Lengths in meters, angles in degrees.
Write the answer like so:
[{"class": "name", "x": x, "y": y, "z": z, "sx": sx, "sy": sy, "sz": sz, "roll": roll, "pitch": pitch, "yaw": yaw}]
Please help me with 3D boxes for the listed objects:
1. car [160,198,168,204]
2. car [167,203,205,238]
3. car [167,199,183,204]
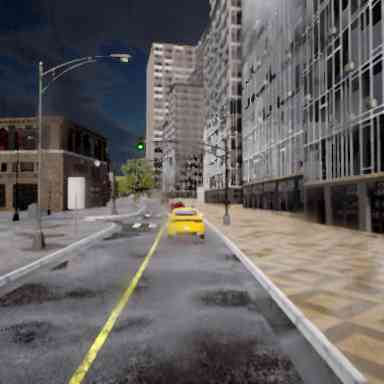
[{"class": "car", "x": -6.223, "y": 2.105, "z": 76.777, "sx": 1.812, "sy": 1.442, "sz": 4.674, "roll": 0, "pitch": 0, "yaw": -9}, {"class": "car", "x": -0.363, "y": 1.627, "z": 18.705, "sx": 1.882, "sy": 1.535, "sz": 5.008, "roll": 0, "pitch": 0, "yaw": -2}, {"class": "car", "x": -1.816, "y": 1.848, "z": 41.482, "sx": 1.812, "sy": 1.442, "sz": 4.674, "roll": 0, "pitch": 0, "yaw": -5}]
